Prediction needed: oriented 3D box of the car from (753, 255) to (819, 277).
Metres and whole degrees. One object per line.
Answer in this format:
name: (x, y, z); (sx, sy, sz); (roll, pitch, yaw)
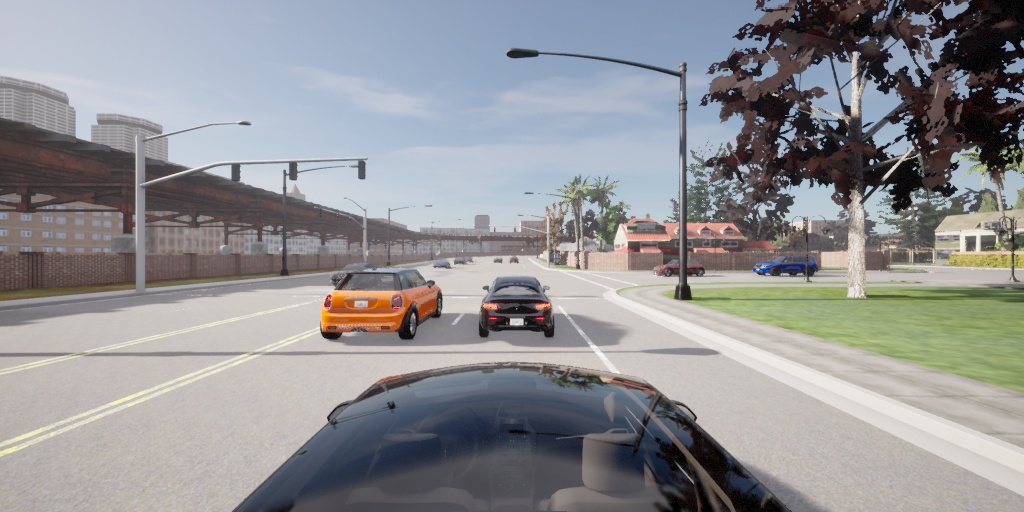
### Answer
car: (26.936, 0.970, 35.322); (5.566, 2.045, 2.150); (0, 0, -2)

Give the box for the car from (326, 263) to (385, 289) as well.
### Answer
car: (-10.472, 1.255, 24.426); (1.837, 1.490, 4.892); (0, 0, 0)

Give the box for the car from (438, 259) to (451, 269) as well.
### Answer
car: (-10.276, 1.194, 52.721); (1.812, 1.442, 4.674); (0, 0, 0)

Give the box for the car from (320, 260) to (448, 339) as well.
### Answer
car: (-3.376, 1.102, 10.198); (2.097, 1.767, 4.553); (0, 0, 1)

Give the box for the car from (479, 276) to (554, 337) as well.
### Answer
car: (0.122, 1.276, 10.145); (1.812, 1.442, 4.674); (0, 0, 0)

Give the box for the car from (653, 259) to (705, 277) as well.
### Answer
car: (16.275, 1.103, 35.104); (4.553, 1.767, 2.097); (0, 0, -1)
